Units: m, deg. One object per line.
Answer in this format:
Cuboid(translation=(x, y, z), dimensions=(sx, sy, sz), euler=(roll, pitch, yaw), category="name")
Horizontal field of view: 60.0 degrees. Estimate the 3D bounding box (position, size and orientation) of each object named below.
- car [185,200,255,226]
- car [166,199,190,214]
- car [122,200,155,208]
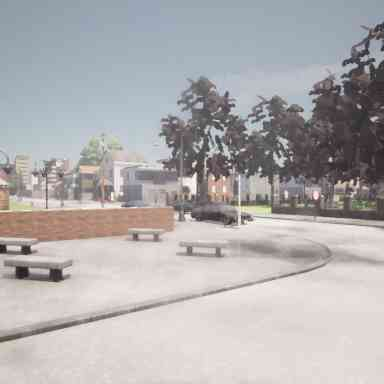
Cuboid(translation=(2.046, 1.562, 24.059), dimensions=(2.033, 1.411, 5.357), euler=(0, 0, -35), category="car")
Cuboid(translation=(-1.067, 1.523, 35.652), dimensions=(1.837, 1.490, 4.892), euler=(0, 0, -36), category="car")
Cuboid(translation=(-5.684, 1.561, 34.961), dimensions=(2.033, 1.411, 5.357), euler=(0, 0, -35), category="car")
